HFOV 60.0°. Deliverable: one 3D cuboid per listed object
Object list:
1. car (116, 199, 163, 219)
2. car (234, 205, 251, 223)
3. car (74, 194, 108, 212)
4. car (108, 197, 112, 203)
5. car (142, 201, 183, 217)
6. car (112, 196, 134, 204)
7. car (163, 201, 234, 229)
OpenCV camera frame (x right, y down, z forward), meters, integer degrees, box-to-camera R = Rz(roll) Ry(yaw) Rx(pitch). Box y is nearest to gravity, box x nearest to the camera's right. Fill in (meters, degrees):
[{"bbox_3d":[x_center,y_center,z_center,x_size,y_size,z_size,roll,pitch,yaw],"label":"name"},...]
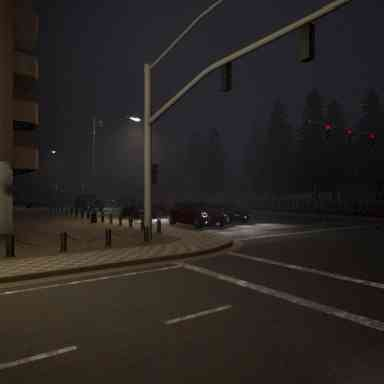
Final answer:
[{"bbox_3d":[-4.733,1.619,29.532,1.994,1.385,4.181,0,0,-36],"label":"car"},{"bbox_3d":[2.394,1.560,25.621,1.837,1.490,4.892,0,0,-36],"label":"car"},{"bbox_3d":[-12.566,1.278,40.418,2.150,2.045,5.566,0,0,-36],"label":"car"},{"bbox_3d":[-16.723,1.656,64.459,1.895,1.301,4.718,0,0,-36],"label":"car"},{"bbox_3d":[-3.015,1.656,33.136,1.895,1.301,4.718,0,0,-36],"label":"car"},{"bbox_3d":[-11.461,1.408,57.183,2.097,1.767,4.553,0,0,-36],"label":"car"},{"bbox_3d":[0.316,1.407,22.518,2.097,1.767,4.553,0,0,-36],"label":"car"}]
